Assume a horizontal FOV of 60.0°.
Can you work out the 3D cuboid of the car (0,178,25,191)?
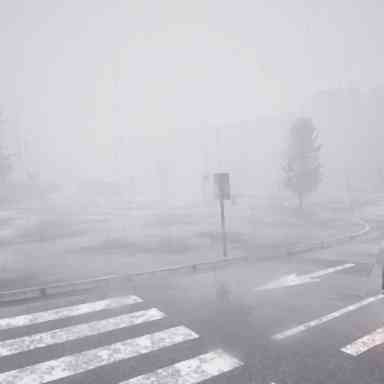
[{"bbox_3d":[-30.944,-1.269,56.444,2.185,1.767,4.553,0,6,15],"label":"car"}]

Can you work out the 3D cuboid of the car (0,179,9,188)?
[{"bbox_3d":[-35.809,-1.378,59.806,2.231,1.521,4.892,1,6,14],"label":"car"}]

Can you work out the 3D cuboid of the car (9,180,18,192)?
[{"bbox_3d":[-26.115,-0.862,53.085,2.002,1.452,4.674,0,6,16],"label":"car"}]

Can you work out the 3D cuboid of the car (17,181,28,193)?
[{"bbox_3d":[-23.720,-0.774,51.351,2.231,1.521,4.892,1,6,17],"label":"car"}]

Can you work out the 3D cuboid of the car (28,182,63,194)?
[{"bbox_3d":[-21.361,-0.610,49.559,2.163,1.488,4.792,1,6,17],"label":"car"}]

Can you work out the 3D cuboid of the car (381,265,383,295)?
[{"bbox_3d":[5.627,1.410,6.530,4.902,1.511,2.128,-2,1,-35],"label":"car"}]

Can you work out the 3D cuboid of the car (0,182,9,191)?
[{"bbox_3d":[-28.511,-1.027,54.799,2.097,1.535,5.008,1,6,16],"label":"car"}]
